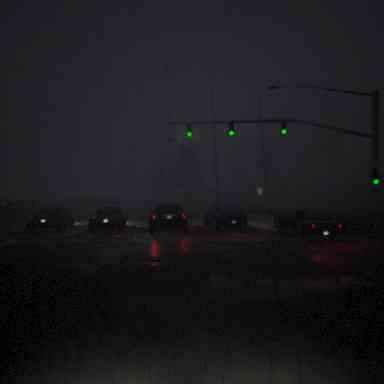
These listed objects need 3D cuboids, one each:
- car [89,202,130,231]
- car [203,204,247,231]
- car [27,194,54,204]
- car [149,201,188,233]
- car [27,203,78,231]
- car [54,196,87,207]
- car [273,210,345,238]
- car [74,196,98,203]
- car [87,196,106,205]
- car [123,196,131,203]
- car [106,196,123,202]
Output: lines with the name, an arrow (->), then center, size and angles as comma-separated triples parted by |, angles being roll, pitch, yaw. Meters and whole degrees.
car -> -5.133, 1.582, 20.618 | 1.994, 1.385, 4.181 | 0, 0, -8
car -> 1.944, 1.481, 20.623 | 1.882, 1.535, 5.008 | 0, 0, -8
car -> -23.490, 1.287, 51.616 | 5.566, 2.045, 2.150 | 0, 0, 41
car -> -1.480, 1.362, 19.775 | 2.097, 1.767, 4.553 | 0, 0, -7
car -> -8.678, 1.589, 20.689 | 1.994, 1.385, 4.181 | 0, 0, -9
car -> -19.124, 1.604, 52.383 | 5.357, 1.411, 2.033 | 0, 0, 44
car -> 5.893, 1.595, 17.469 | 1.895, 1.301, 4.718 | 0, 0, -7
car -> -21.465, 1.511, 67.298 | 4.674, 1.442, 1.812 | 0, 0, 30
car -> -16.814, 1.531, 55.026 | 5.008, 1.535, 1.882 | 0, 0, 44
car -> -13.266, 1.526, 61.244 | 5.008, 1.535, 1.882 | 0, 0, 41
car -> -14.947, 1.542, 58.051 | 4.902, 1.511, 2.128 | 0, 0, 41
